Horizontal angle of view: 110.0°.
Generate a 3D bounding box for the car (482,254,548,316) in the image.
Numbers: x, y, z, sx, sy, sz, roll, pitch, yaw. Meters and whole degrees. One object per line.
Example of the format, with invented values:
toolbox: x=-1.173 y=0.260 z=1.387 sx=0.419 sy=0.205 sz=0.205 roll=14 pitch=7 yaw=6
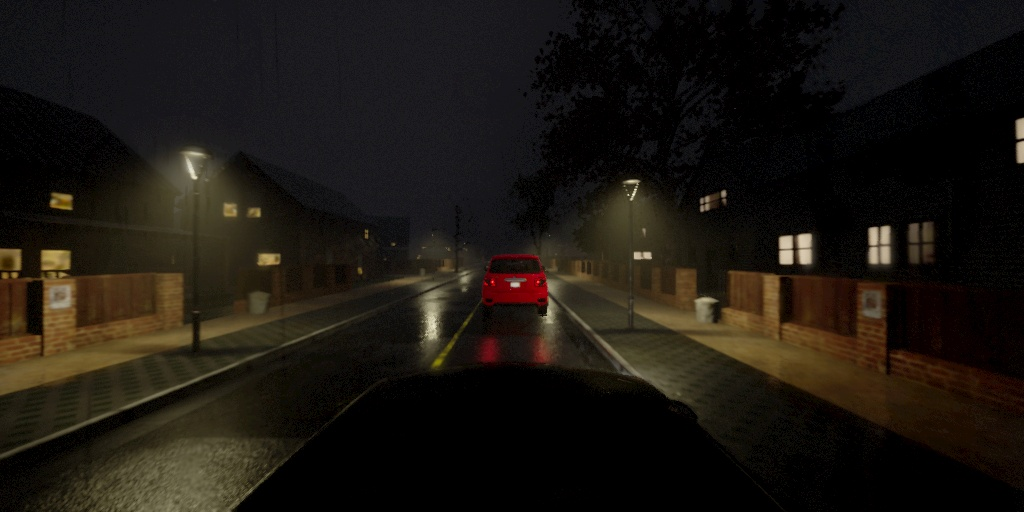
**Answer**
car: x=0.103 y=0.965 z=13.545 sx=2.150 sy=2.045 sz=5.566 roll=0 pitch=0 yaw=0
